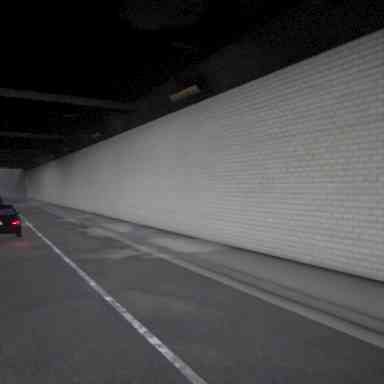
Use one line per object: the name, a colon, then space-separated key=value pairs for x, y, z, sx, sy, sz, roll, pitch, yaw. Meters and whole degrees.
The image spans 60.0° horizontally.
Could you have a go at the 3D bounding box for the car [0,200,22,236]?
car: x=-9.234 y=1.319 z=15.836 sx=2.033 sy=1.411 sz=5.357 roll=-2 pitch=2 yaw=-31

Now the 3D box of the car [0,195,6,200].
car: x=-19.234 y=1.056 z=32.262 sx=1.837 sy=1.490 sz=4.892 roll=-2 pitch=2 yaw=-31
